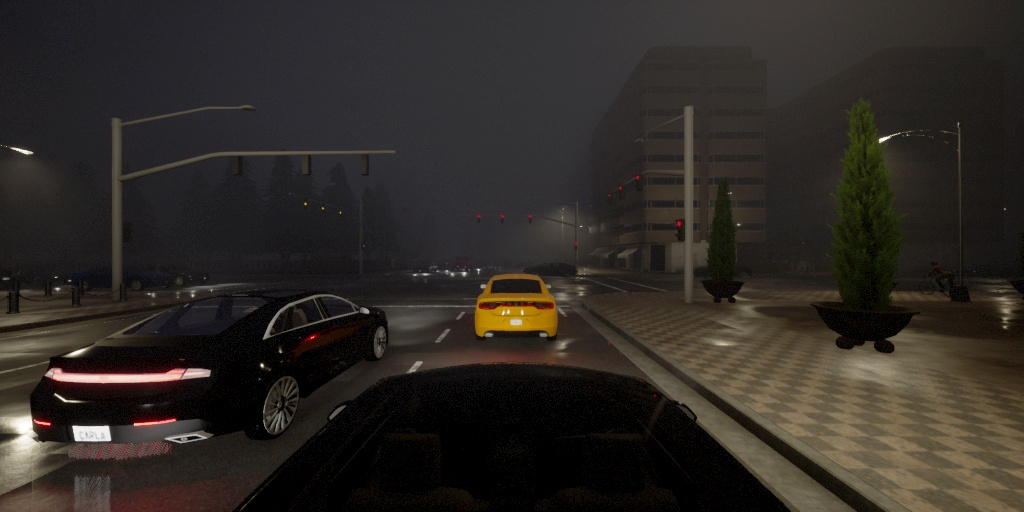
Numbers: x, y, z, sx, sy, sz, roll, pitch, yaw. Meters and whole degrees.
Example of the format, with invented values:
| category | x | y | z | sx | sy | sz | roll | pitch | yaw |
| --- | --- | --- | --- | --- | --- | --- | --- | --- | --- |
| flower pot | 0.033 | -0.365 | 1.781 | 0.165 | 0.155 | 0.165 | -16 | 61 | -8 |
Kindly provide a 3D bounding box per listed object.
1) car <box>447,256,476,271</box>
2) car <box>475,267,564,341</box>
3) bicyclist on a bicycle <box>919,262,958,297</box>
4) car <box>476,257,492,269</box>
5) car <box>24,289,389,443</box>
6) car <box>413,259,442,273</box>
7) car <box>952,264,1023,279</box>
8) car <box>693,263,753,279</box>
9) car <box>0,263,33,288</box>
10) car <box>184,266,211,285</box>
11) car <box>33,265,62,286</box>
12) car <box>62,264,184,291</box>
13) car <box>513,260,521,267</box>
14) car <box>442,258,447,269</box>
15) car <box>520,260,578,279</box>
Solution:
| category | x | y | z | sx | sy | sz | roll | pitch | yaw |
| --- | --- | --- | --- | --- | --- | --- | --- | --- | --- |
| car | -6.709 | 0.971 | 48.428 | 2.150 | 2.045 | 5.566 | 0 | 0 | 4 |
| car | 0.107 | 1.228 | 9.946 | 1.882 | 1.535 | 5.008 | 0 | 0 | 0 |
| bicyclist on a bicycle | 20.288 | 1.106 | 17.061 | 0.582 | 1.620 | 1.656 | 0 | 0 | 0 |
| car | -5.319 | 1.255 | 58.541 | 1.837 | 1.490 | 4.892 | 0 | 0 | 15 |
| car | -3.423 | 1.242 | 5.364 | 2.128 | 1.511 | 4.902 | 0 | 0 | 1 |
| car | -10.400 | 1.297 | 43.601 | 2.033 | 1.411 | 5.357 | 0 | 0 | 2 |
| car | 43.240 | 1.406 | 32.559 | 4.718 | 1.301 | 1.895 | 0 | 0 | 0 |
| car | 19.019 | 1.283 | 32.541 | 5.008 | 1.535 | 1.882 | 0 | 0 | 0 |
| car | -33.366 | 1.027 | 21.707 | 5.566 | 2.045 | 2.150 | 0 | 0 | 0 |
| car | -24.015 | 1.310 | 25.241 | 4.892 | 1.490 | 1.837 | 0 | 0 | 1 |
| car | -33.757 | 1.353 | 25.204 | 5.357 | 1.411 | 2.033 | 0 | 0 | 0 |
| car | -23.431 | 1.283 | 21.731 | 5.008 | 1.535 | 1.882 | 0 | 0 | 0 |
| car | 2.150 | 1.351 | 59.049 | 1.895 | 1.301 | 4.718 | 0 | 0 | 18 |
| car | -9.750 | 1.102 | 52.916 | 2.097 | 1.767 | 4.553 | 0 | 0 | 7 |
| car | 3.446 | 1.270 | 32.502 | 4.902 | 1.511 | 2.128 | 1 | 0 | 0 |
